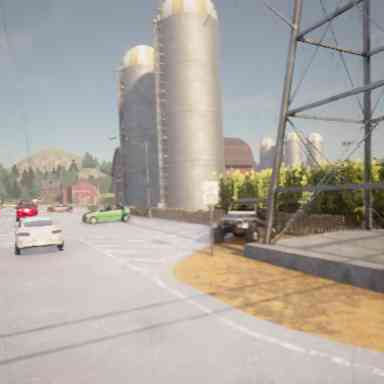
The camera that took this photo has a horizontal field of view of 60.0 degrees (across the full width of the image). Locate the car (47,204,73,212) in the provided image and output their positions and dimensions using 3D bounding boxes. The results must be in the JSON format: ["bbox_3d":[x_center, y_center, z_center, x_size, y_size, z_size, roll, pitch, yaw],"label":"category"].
[{"bbox_3d":[-22.913,2.806,57.885,4.181,1.381,1.994,-2,0,-28],"label":"car"}]

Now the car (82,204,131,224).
[{"bbox_3d":[-7.387,1.884,28.767,3.988,1.617,1.851,-2,0,-28],"label":"car"}]

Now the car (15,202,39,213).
[{"bbox_3d":[-18.298,2.148,36.868,2.150,2.045,5.566,-2,0,-27],"label":"car"}]

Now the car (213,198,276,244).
[{"bbox_3d":[2.405,1.246,14.872,1.905,1.878,3.866,-3,0,31],"label":"car"}]

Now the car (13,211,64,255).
[{"bbox_3d":[-6.940,1.820,14.973,1.812,1.442,4.674,-2,0,-28],"label":"car"}]
